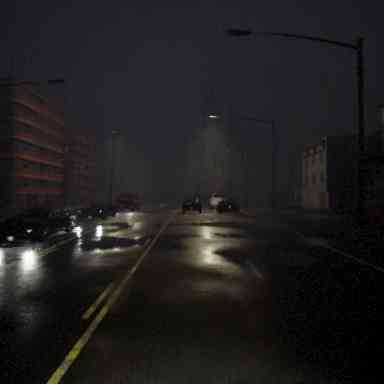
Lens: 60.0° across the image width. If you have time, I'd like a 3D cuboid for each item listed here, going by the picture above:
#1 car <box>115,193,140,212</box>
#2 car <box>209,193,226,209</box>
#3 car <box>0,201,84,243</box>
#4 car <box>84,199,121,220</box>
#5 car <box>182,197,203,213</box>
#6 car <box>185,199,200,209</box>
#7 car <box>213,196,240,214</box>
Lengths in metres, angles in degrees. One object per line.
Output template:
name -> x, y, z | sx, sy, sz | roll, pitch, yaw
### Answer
car -> -7.006, 1.079, 36.218 | 2.150, 2.045, 5.566 | 0, -1, 0
car -> 3.520, 1.246, 44.877 | 2.150, 2.045, 5.566 | 0, -2, 0
car -> -7.102, 1.393, 15.663 | 2.033, 1.411, 5.357 | 0, 1, 0
car -> -7.004, 1.405, 25.010 | 1.895, 1.301, 4.718 | 0, 0, 0
car -> 0.002, 1.279, 32.686 | 2.128, 1.511, 4.902 | 0, -1, 0
car -> 0.033, 1.628, 46.175 | 1.994, 1.385, 4.181 | 0, -2, 1
car -> 3.499, 1.352, 32.653 | 1.994, 1.385, 4.181 | 0, -1, 0
